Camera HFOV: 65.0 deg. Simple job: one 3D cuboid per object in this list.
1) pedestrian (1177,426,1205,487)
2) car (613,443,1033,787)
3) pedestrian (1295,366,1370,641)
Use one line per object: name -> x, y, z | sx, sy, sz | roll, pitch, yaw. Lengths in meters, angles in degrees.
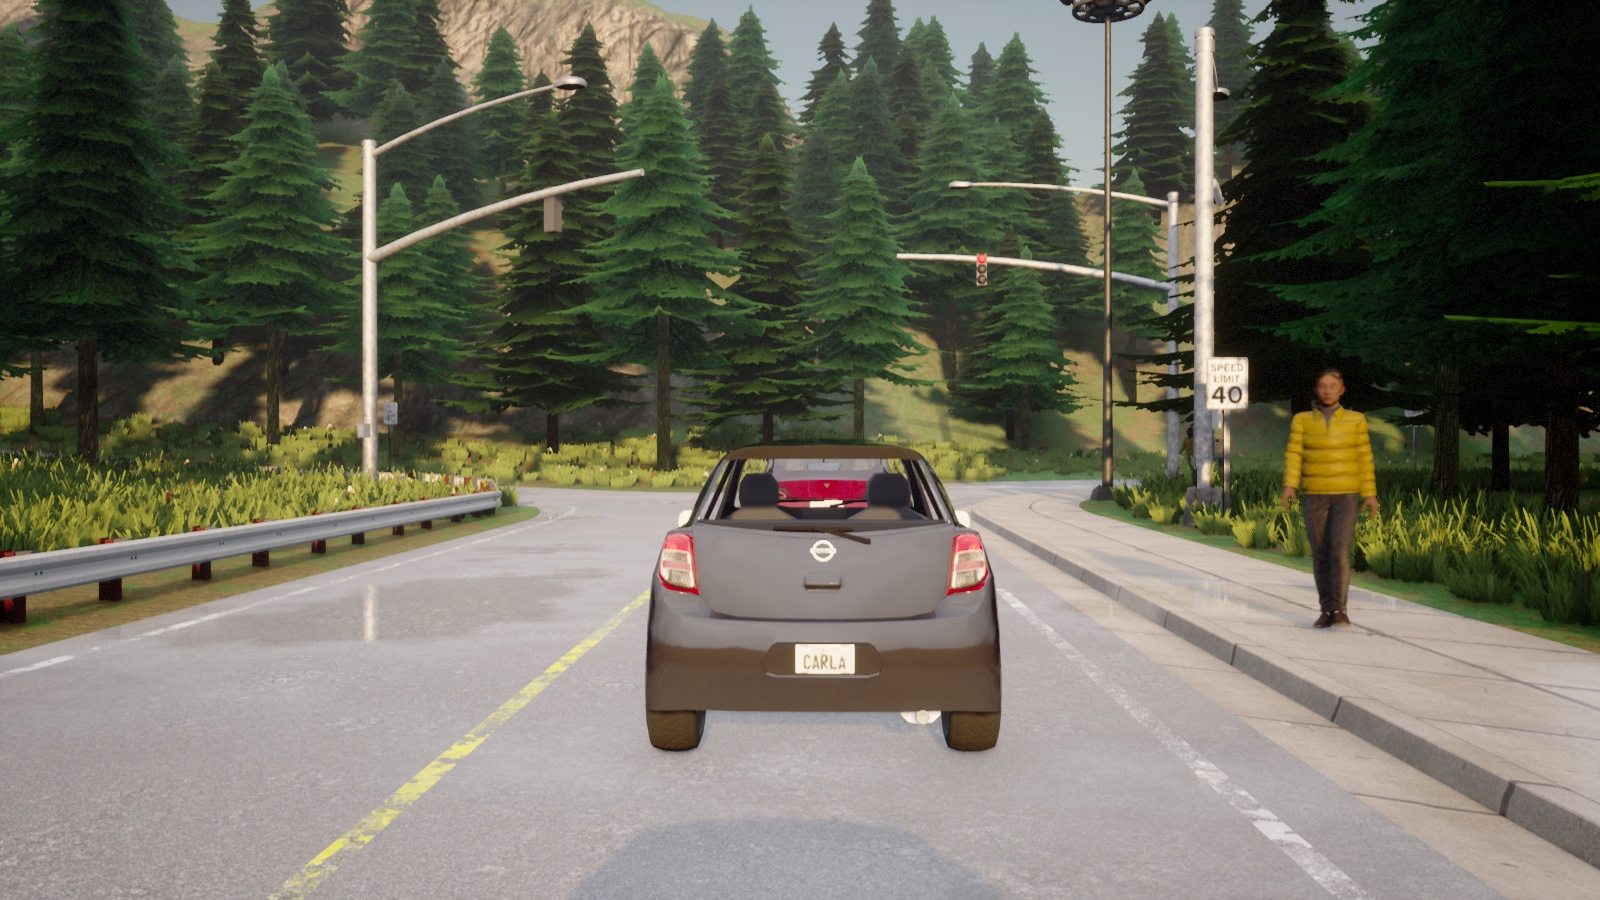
pedestrian -> 11.886, 0.182, 38.205 | 0.709, 1.840, 0.431 | 0, 0, -29
car -> 0.136, 0.715, 7.344 | 1.845, 1.501, 3.633 | 0, 0, 1
pedestrian -> 3.752, 0.357, 8.832 | 0.431, 1.840, 0.709 | 0, 0, 27
